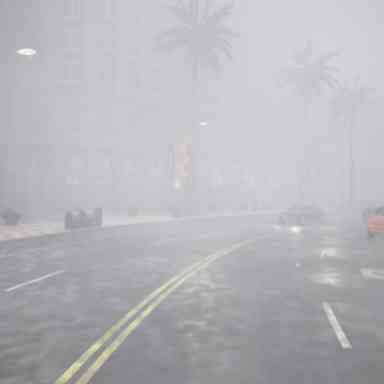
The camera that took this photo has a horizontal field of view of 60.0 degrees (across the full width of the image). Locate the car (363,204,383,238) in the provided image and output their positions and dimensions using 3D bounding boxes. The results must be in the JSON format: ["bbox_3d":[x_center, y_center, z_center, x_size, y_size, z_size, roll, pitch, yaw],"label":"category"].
[{"bbox_3d":[10.961,1.498,17.727,2.097,1.767,4.553,0,0,40],"label":"car"}]

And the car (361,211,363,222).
[{"bbox_3d":[15.257,1.718,26.665,4.892,1.490,1.837,1,-1,-42],"label":"car"}]

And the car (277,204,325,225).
[{"bbox_3d":[8.519,1.687,25.767,4.892,1.490,1.837,1,-1,-42],"label":"car"}]
